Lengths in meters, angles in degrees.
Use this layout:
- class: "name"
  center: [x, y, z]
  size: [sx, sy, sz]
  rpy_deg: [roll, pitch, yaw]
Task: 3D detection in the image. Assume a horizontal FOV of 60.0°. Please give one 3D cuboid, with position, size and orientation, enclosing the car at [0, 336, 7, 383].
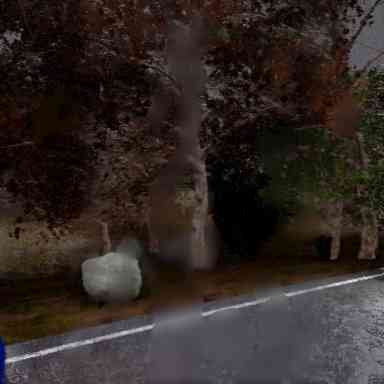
- class: "car"
  center: [-3.863, 1.459, 1.781]
  size: [5.008, 1.535, 1.882]
  rpy_deg: [0, 1, -29]
